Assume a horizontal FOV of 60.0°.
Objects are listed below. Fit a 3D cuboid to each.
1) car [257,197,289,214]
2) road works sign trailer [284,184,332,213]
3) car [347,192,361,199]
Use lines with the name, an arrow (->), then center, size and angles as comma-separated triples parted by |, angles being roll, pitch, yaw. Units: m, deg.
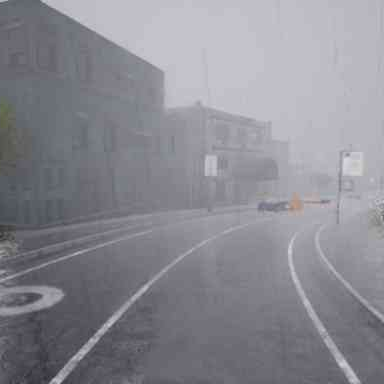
car -> 8.053, 1.220, 32.682 | 1.882, 1.535, 5.008 | 3, 2, 34
road works sign trailer -> 11.140, 0.699, 32.035 | 2.380, 2.880, 3.560 | 1, 3, -44
car -> 32.320, 0.708, 66.405 | 1.994, 1.385, 4.181 | 4, 3, 36
